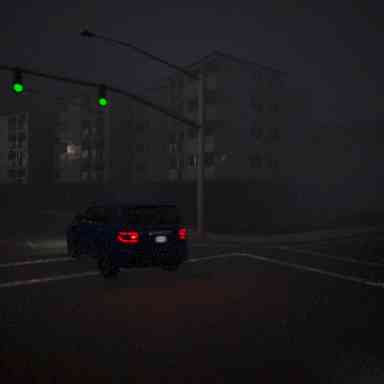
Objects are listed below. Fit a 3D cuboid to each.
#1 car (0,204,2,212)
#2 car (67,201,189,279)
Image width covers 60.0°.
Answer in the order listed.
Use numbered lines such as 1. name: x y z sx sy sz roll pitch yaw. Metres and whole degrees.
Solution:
1. car: -21.266 1.448 33.965 5.008 1.535 1.882 0 -1 39
2. car: -2.275 1.274 10.568 2.150 2.045 5.566 1 -1 -34
